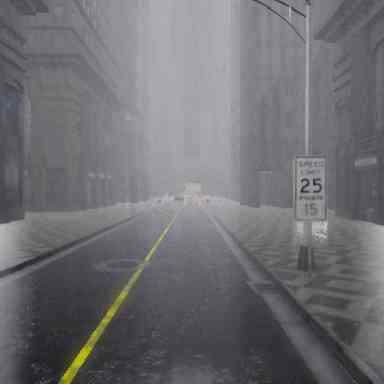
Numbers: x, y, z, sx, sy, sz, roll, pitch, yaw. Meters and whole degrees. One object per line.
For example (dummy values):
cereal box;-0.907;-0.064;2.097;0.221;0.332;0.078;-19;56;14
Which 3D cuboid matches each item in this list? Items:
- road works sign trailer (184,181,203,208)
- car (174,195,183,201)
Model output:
road works sign trailer;0.138;0.356;44.689;2.380;3.560;2.880;4;-3;1
car;-3.000;1.426;76.715;1.994;1.385;4.181;0;0;0
